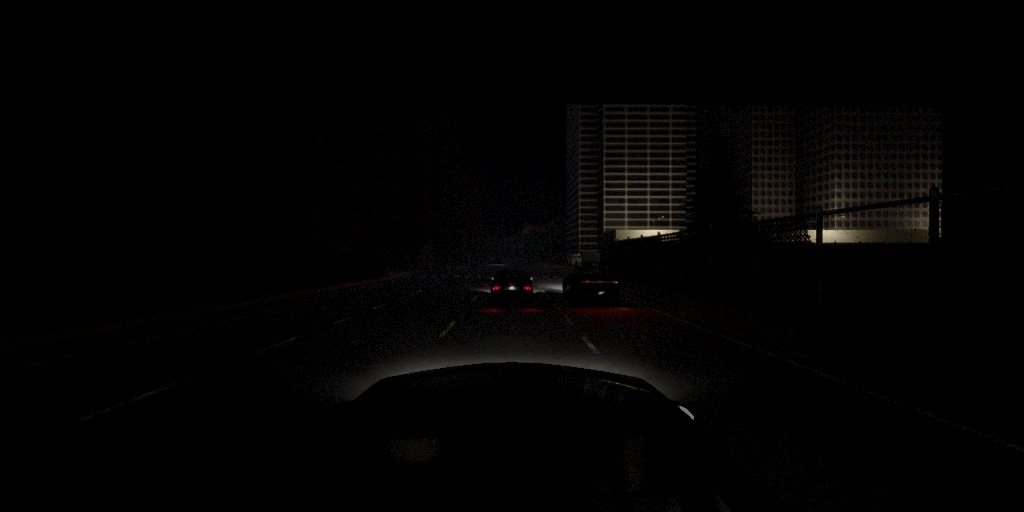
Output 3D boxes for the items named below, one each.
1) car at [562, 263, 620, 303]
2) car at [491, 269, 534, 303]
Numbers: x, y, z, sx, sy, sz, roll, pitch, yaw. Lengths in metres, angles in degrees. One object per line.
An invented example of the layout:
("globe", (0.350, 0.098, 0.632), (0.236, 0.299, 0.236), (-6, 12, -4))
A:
("car", (3.500, 1.244, 16.500), (2.128, 1.511, 4.902), (0, 0, 0))
("car", (0.000, 1.312, 16.500), (2.033, 1.411, 5.357), (0, 0, 0))
